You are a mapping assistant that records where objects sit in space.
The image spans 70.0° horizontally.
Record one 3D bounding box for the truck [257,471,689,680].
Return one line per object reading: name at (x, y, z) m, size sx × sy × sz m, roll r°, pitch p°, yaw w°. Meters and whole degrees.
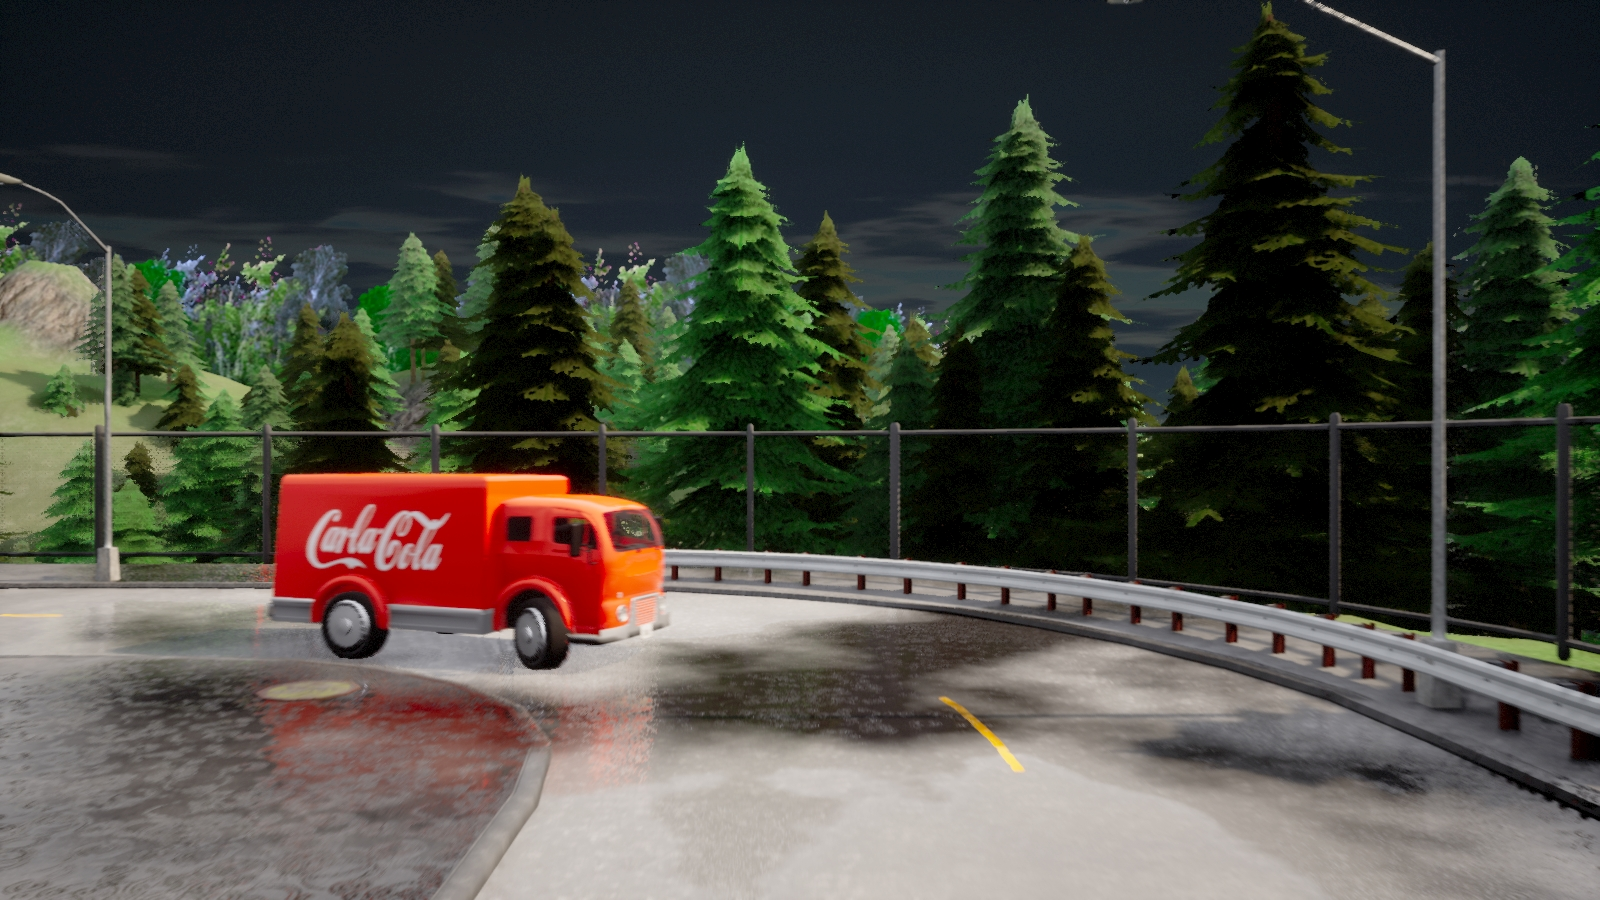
truck at (-4.501, 1.565, 15.991) m, size 5.204 × 2.467 × 2.627 m, roll 0°, pitch -1°, yaw 19°
